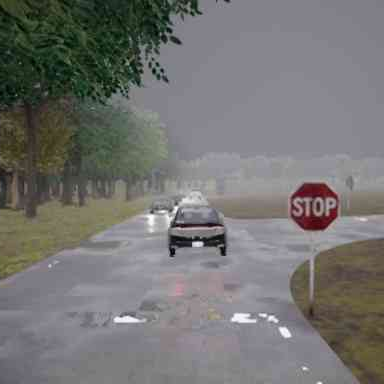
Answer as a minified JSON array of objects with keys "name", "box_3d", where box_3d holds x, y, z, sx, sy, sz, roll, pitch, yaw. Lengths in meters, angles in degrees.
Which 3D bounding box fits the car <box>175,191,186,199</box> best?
[{"name":"car","box_3d":[-2.218,0.575,63.705,1.812,1.442,4.674,0,1,1]}]

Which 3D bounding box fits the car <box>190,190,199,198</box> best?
[{"name":"car","box_3d":[0.614,0.397,72.176,1.882,1.535,5.008,0,1,0]}]

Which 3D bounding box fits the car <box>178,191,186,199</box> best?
[{"name":"car","box_3d":[-2.400,0.792,50.354,2.033,1.411,5.357,0,1,0]}]

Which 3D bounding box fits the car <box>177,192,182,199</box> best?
[{"name":"car","box_3d":[-2.492,0.996,39.759,1.895,1.301,4.718,0,1,1]}]

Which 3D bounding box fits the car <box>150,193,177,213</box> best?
[{"name":"car","box_3d":[-2.586,1.047,29.678,1.837,1.490,4.892,0,1,0]}]

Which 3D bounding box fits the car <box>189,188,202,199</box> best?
[{"name":"car","box_3d":[0.627,0.300,61.821,2.150,2.045,5.566,0,1,0]}]

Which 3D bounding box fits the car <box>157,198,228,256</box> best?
[{"name":"car","box_3d":[0.178,1.219,11.951,2.128,1.511,4.902,-2,1,1]}]
